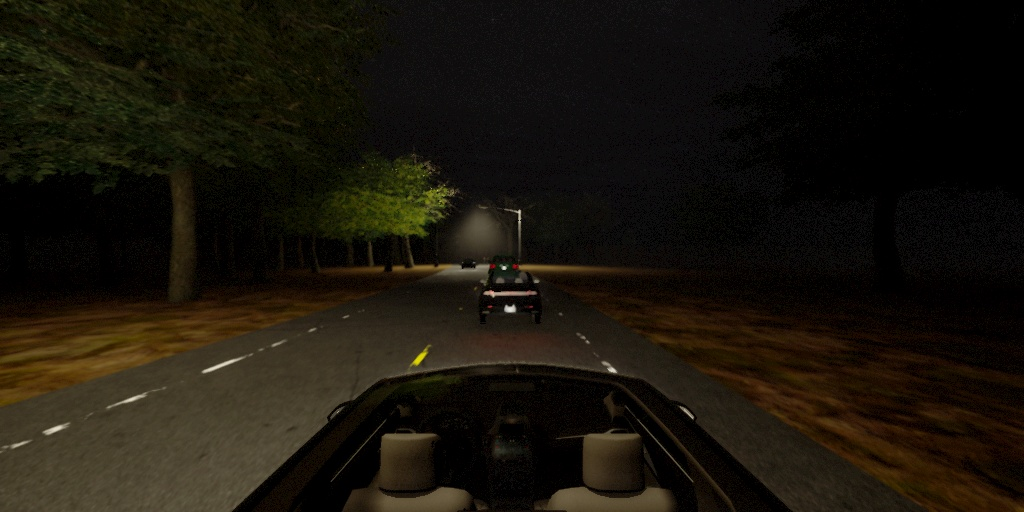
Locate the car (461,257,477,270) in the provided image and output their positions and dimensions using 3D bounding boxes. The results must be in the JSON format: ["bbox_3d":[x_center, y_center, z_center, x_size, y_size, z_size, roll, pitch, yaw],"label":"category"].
[{"bbox_3d":[-6.122,0.986,50.981,2.097,1.767,4.553,0,0,-6],"label":"car"}]

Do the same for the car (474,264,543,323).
[{"bbox_3d":[-0.073,1.203,11.918,2.128,1.511,4.902,0,0,-1],"label":"car"}]

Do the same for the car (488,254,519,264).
[{"bbox_3d":[-0.641,0.891,27.255,2.150,2.045,5.566,0,0,-3],"label":"car"}]
